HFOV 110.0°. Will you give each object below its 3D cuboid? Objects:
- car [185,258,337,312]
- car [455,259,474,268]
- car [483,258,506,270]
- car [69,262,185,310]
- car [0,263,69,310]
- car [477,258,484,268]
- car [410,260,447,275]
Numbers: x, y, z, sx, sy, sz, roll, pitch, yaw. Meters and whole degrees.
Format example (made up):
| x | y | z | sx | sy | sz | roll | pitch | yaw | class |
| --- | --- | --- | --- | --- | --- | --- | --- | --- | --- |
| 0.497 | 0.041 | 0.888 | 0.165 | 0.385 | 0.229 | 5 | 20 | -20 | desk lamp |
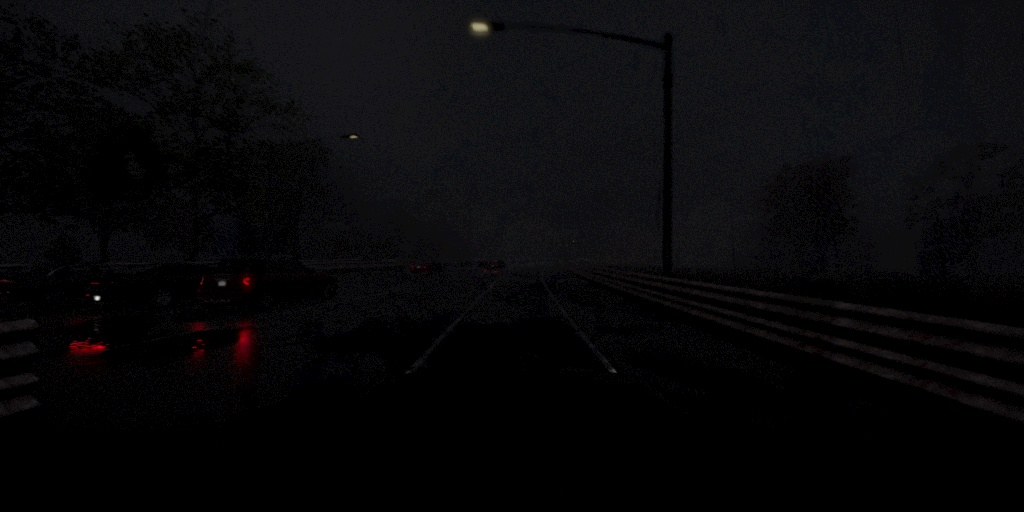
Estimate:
| x | y | z | sx | sy | sz | roll | pitch | yaw | class |
| --- | --- | --- | --- | --- | --- | --- | --- | --- | --- |
| -8.451 | 0.860 | 12.943 | 2.097 | 1.767 | 4.553 | 0 | 0 | 9 | car |
| -7.563 | 1.153 | 57.442 | 1.994 | 1.385 | 4.181 | 0 | 0 | 12 | car |
| -2.105 | 1.117 | 49.179 | 1.812 | 1.442 | 4.674 | 0 | 0 | 11 | car |
| -11.971 | 1.002 | 13.052 | 1.837 | 1.490 | 4.892 | 0 | 0 | 9 | car |
| -15.500 | 0.975 | 13.110 | 2.128 | 1.511 | 4.902 | 0 | 0 | 9 | car |
| -4.044 | 1.077 | 57.197 | 1.882 | 1.535 | 5.008 | 0 | 0 | 12 | car |
| -8.236 | 1.095 | 35.733 | 2.033 | 1.411 | 5.357 | 0 | 0 | 10 | car |
